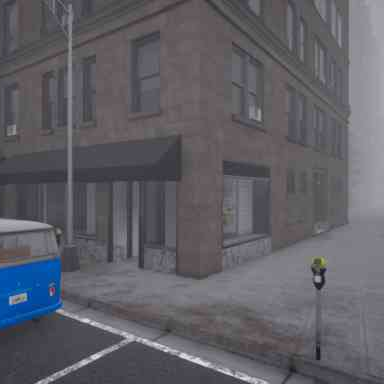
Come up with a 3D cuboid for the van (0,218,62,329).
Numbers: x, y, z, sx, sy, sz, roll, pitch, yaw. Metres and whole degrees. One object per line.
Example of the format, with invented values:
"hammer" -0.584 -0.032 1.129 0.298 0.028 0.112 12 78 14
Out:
"van" -4.073 1.340 5.985 3.998 1.788 1.690 0 0 36
